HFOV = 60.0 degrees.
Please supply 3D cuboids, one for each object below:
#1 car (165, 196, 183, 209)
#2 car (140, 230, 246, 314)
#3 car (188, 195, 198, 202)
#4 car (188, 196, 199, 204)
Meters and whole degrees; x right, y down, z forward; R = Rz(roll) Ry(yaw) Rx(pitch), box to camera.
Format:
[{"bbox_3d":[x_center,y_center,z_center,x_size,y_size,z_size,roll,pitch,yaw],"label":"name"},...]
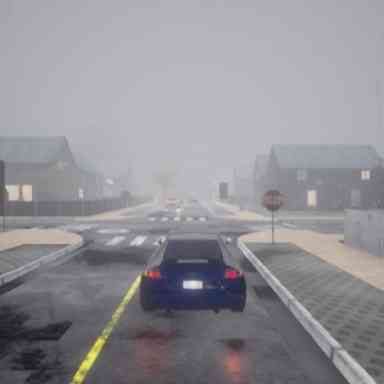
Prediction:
[{"bbox_3d":[-2.689,1.483,46.597,1.882,1.535,5.008,0,0,0],"label":"car"},{"bbox_3d":[0.036,1.550,7.683,1.994,1.385,4.181,0,0,1],"label":"car"},{"bbox_3d":[0.245,1.500,75.237,2.033,1.411,5.357,0,0,0],"label":"car"},{"bbox_3d":[0.269,1.638,65.256,1.994,1.385,4.181,0,0,1],"label":"car"}]
